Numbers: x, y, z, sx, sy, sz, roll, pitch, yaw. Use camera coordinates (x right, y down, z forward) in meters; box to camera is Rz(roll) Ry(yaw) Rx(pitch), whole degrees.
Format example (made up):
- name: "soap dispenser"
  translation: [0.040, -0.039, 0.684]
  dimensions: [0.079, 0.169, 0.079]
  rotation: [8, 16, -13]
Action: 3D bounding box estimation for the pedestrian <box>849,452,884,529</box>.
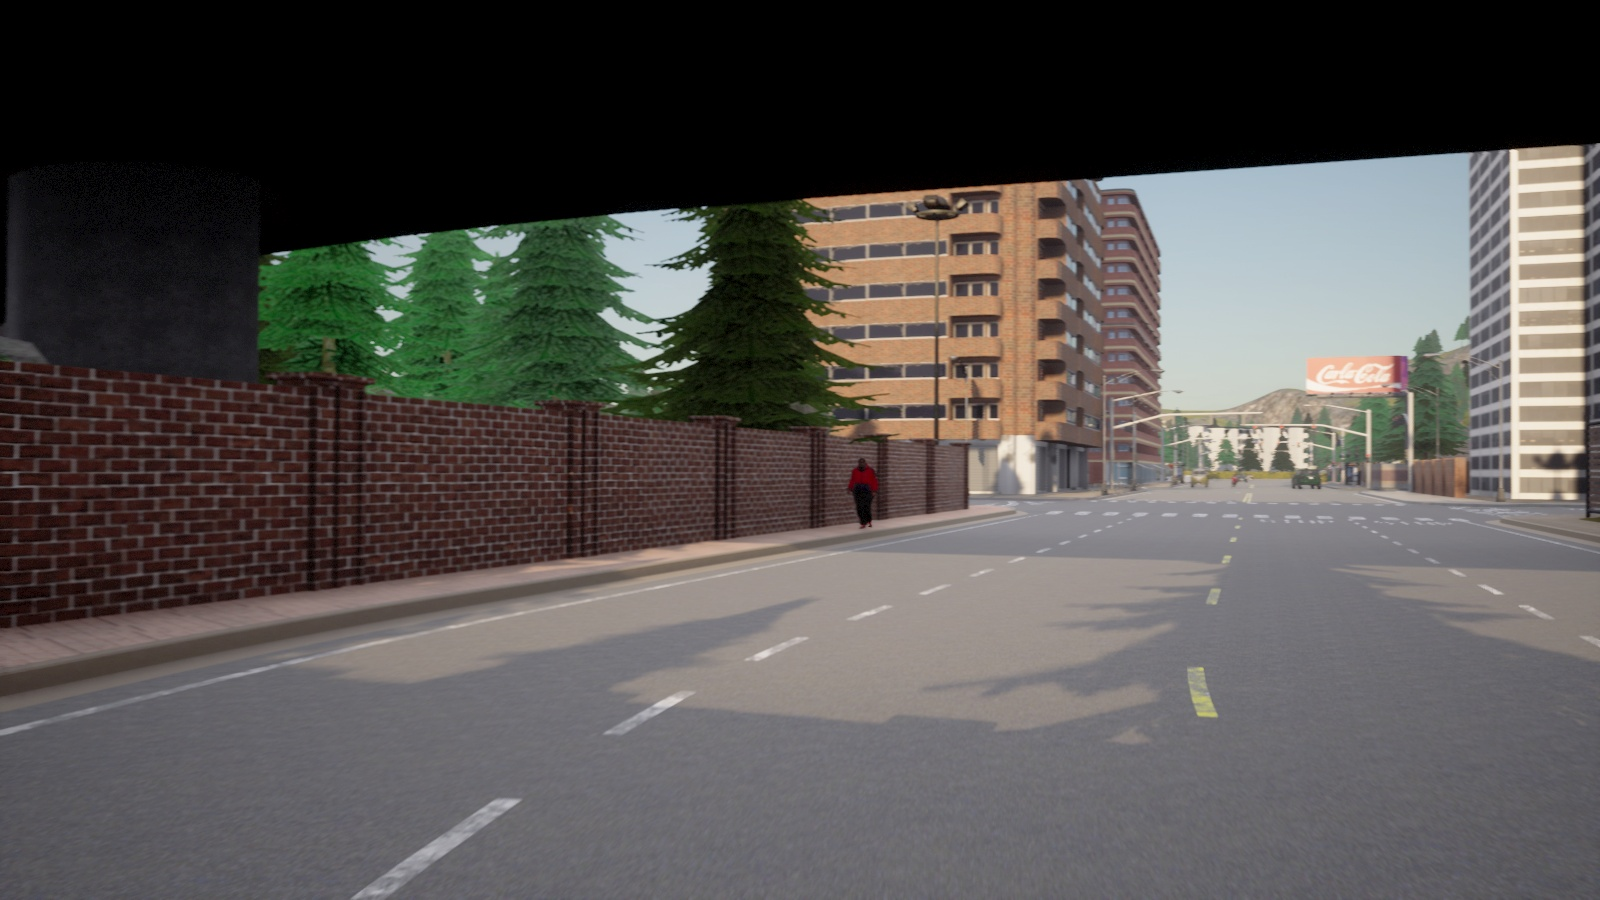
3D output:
- name: "pedestrian"
  translation: [1.624, 0.982, 30.615]
  dimensions: [0.634, 1.844, 0.899]
  rotation: [0, -1, 19]
